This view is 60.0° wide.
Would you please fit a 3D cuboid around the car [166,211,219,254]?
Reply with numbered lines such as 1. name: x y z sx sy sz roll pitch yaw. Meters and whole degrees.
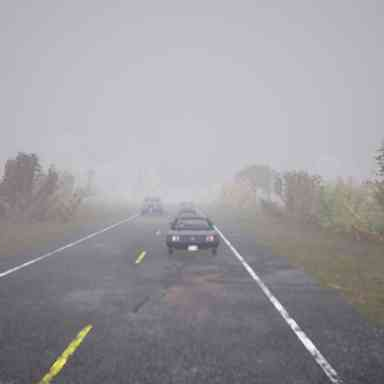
1. car: -0.003 1.681 13.891 1.895 1.301 4.718 0 0 -1

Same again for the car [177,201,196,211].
1. car: -0.570 1.731 36.063 2.033 1.411 5.357 0 0 -2

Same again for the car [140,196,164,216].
1. car: -4.152 1.405 35.366 2.150 2.045 5.566 0 0 -2
